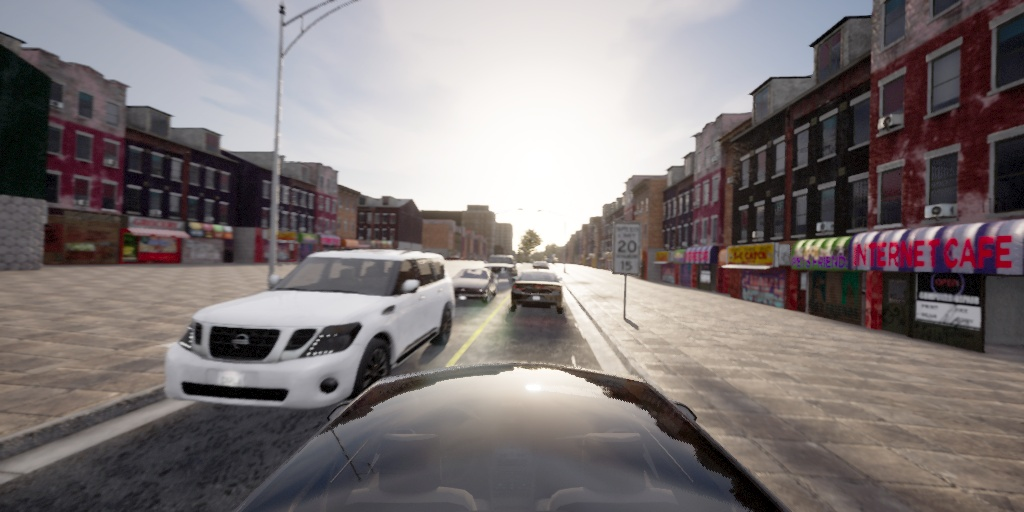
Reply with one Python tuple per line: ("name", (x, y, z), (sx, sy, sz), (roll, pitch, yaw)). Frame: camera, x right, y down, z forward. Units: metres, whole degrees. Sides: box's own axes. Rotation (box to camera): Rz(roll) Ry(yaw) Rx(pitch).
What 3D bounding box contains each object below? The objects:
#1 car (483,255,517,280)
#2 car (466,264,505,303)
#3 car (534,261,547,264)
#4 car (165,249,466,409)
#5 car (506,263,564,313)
("car", (-0.832, 0.949, 26.911), (2.150, 2.045, 5.566), (2, 0, 5))
("car", (-1.726, 1.248, 16.615), (2.033, 1.411, 5.357), (2, 0, 4))
("car", (3.170, 1.324, 39.773), (1.882, 1.535, 5.008), (2, 0, 5))
("car", (-2.579, 0.894, 6.374), (2.150, 2.045, 5.566), (2, 0, 5))
("car", (1.040, 1.265, 14.482), (1.882, 1.535, 5.008), (2, 0, 5))
